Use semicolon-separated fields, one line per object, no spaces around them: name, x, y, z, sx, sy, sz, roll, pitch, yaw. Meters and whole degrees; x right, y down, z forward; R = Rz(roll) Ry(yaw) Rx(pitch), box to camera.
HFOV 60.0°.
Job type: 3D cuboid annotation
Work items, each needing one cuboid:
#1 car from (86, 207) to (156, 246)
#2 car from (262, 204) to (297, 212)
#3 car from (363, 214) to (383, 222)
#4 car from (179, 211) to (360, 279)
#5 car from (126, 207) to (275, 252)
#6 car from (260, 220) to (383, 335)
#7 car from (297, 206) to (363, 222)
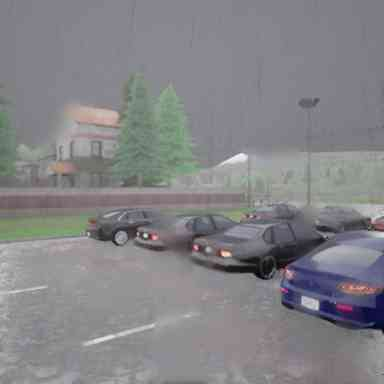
car;-2.255;1.466;15.044;4.892;1.490;1.837;0;0;-35
car;5.467;1.453;20.545;5.357;1.411;2.033;0;0;-35
car;10.002;1.467;15.181;4.181;1.385;1.994;0;0;-35
car;2.481;1.503;9.814;5.357;1.411;2.033;0;0;-35
car;0.478;1.503;12.687;5.357;1.411;2.033;0;0;-36
car;3.657;1.488;6.350;4.674;1.442;1.812;-1;0;-35
car;7.975;1.467;18.040;4.181;1.385;1.994;0;0;-35
